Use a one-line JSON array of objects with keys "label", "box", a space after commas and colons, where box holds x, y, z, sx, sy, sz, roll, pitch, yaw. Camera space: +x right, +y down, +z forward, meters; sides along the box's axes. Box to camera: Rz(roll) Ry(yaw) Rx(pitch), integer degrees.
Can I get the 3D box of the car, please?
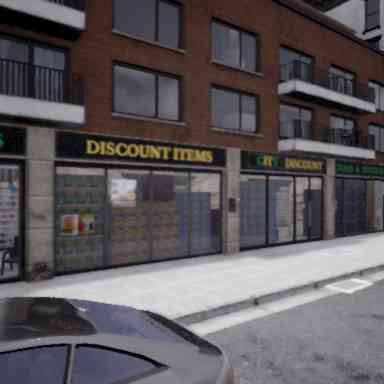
[{"label": "car", "box": [-1.639, 1.559, 2.213, 4.181, 1.385, 1.994, 0, 0, -36]}]
